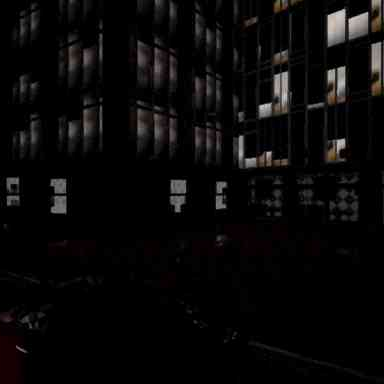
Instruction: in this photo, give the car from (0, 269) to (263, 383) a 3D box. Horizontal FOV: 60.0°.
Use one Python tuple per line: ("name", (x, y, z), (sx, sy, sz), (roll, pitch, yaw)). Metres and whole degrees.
("car", (-1.290, 1.580, 3.793), (4.206, 1.307, 1.802), (0, 0, 35))
